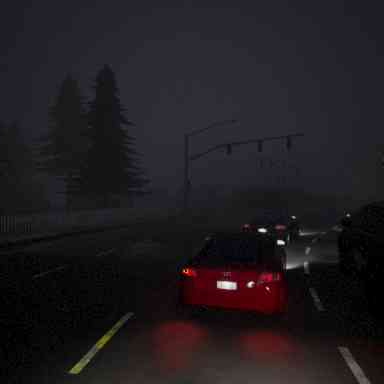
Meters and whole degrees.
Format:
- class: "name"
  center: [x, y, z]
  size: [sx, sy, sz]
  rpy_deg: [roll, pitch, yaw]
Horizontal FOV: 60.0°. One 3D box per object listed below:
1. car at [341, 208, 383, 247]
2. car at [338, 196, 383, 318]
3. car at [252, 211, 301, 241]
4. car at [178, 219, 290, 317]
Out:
- class: "car"
  center: [8.371, 1.564, 15.849]
  size: [1.994, 1.385, 4.181]
  rpy_deg: [0, 0, 28]
- class: "car"
  center: [4.707, 1.221, 7.259]
  size: [2.150, 2.045, 5.566]
  rpy_deg: [0, 0, 15]
- class: "car"
  center: [3.792, 1.564, 15.589]
  size: [1.994, 1.385, 4.181]
  rpy_deg: [0, 0, 26]
- class: "car"
  center: [1.130, 1.564, 7.620]
  size: [1.994, 1.385, 4.181]
  rpy_deg: [0, 0, 15]
